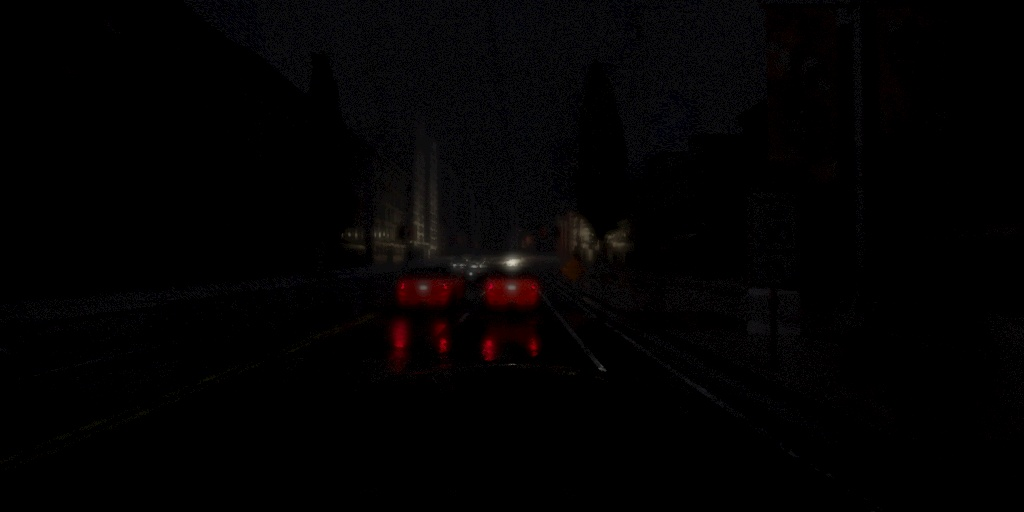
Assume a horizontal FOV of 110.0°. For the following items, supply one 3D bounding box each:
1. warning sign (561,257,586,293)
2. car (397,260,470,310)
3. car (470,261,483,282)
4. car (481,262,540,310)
[{"bbox_3d":[3.223,0.965,18.575,1.300,1.860,1.060,0,0,0],"label":"warning sign"},{"bbox_3d":[-3.232,1.191,15.273,2.097,1.767,4.553,0,0,0],"label":"car"},{"bbox_3d":[-3.234,1.378,30.298,1.994,1.385,4.181,0,0,0],"label":"car"},{"bbox_3d":[0.018,1.191,15.272,2.097,1.767,4.553,0,0,0],"label":"car"}]
